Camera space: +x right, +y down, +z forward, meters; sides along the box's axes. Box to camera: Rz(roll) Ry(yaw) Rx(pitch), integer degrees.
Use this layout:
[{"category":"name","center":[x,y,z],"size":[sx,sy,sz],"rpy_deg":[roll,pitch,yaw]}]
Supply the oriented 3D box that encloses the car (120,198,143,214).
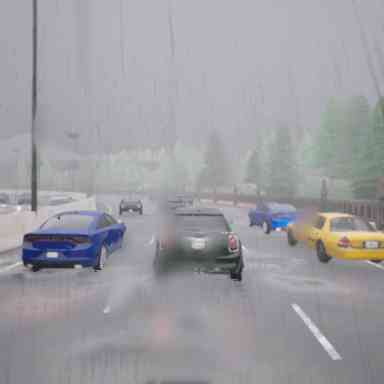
[{"category":"car","center":[-5.297,1.159,28.657],"size":[1.895,1.301,4.718],"rpy_deg":[0,1,-11]}]

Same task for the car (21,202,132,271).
[{"category":"car","center":[-3.329,1.301,10.327],"size":[1.882,1.535,5.008],"rpy_deg":[1,1,-1]}]

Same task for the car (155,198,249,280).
[{"category":"car","center":[0.151,1.221,9.728],"size":[2.097,1.767,4.553],"rpy_deg":[1,1,0]}]

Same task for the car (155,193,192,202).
[{"category":"car","center":[-1.714,1.092,28.358],"size":[2.128,1.511,4.902],"rpy_deg":[1,1,-10]}]

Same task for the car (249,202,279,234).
[{"category":"car","center":[4.394,1.285,17.876],"size":[1.882,1.535,5.008],"rpy_deg":[1,1,-5]}]

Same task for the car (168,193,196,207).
[{"category":"car","center":[-1.318,0.924,41.273],"size":[2.128,1.511,4.902],"rpy_deg":[0,1,-18]}]

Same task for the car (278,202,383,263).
[{"category":"car","center":[4.760,1.351,11.496],"size":[1.801,1.575,5.366],"rpy_deg":[1,1,-2]}]

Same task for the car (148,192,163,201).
[{"category":"car","center":[-5.441,0.714,52.657],"size":[1.882,1.535,5.008],"rpy_deg":[0,1,-24]}]
